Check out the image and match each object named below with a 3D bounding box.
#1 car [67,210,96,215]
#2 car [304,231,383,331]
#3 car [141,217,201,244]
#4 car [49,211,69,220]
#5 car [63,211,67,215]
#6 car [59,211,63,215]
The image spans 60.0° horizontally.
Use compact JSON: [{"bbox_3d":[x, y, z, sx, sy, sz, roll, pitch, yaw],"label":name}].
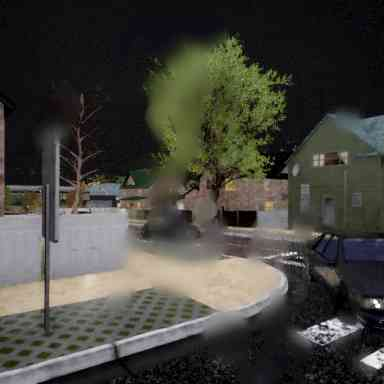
[{"bbox_3d":[-9.895,2.636,31.393,1.837,1.490,4.892,1,-3,-35],"label":"car"},{"bbox_3d":[3.746,1.592,7.251,2.033,1.411,5.357,0,-1,9],"label":"car"},{"bbox_3d":[-1.300,2.125,19.207,1.994,1.385,4.181,1,-2,-35],"label":"car"},{"bbox_3d":[-20.664,3.640,51.578,1.895,1.301,4.718,1,-3,-35],"label":"car"},{"bbox_3d":[-14.814,3.119,43.373,1.882,1.535,5.008,1,-3,-35],"label":"car"},{"bbox_3d":[-17.964,3.169,42.925,2.128,1.511,4.902,1,-3,-35],"label":"car"}]
